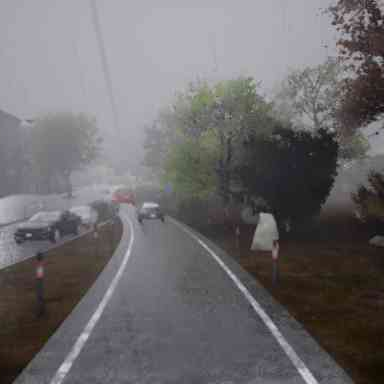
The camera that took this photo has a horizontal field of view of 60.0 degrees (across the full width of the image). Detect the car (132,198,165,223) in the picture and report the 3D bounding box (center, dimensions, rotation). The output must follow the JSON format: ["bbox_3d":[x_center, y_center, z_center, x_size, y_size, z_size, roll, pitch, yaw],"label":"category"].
[{"bbox_3d":[-3.179,1.413,24.710,1.812,1.442,4.674,-1,1,-13],"label":"car"}]

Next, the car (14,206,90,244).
[{"bbox_3d":[-7.323,1.680,17.425,2.097,1.535,5.008,-1,0,0],"label":"car"}]

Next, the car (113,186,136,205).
[{"bbox_3d":[-8.471,0.631,41.429,2.150,2.045,5.566,-1,3,-18],"label":"car"}]

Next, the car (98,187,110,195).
[{"bbox_3d":[-17.465,-0.241,66.403,1.837,1.490,4.892,-1,3,-9],"label":"car"}]

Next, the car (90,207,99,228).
[{"bbox_3d":[-7.806,1.729,23.550,2.002,1.452,4.674,1,0,-5],"label":"car"}]
